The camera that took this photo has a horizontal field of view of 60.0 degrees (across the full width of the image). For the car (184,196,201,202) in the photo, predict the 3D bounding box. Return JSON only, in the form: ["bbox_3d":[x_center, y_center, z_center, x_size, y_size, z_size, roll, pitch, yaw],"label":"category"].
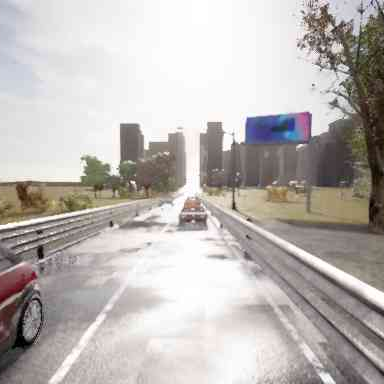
[{"bbox_3d":[0.051,1.337,42.067,2.097,1.767,4.553,0,0,0],"label":"car"}]

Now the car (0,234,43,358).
[{"bbox_3d":[-3.352,1.350,3.251,2.097,1.767,4.553,0,0,0],"label":"car"}]

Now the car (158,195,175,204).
[{"bbox_3d":[-3.303,1.138,44.340,1.837,1.490,4.892,0,0,0],"label":"car"}]

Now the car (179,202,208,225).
[{"bbox_3d":[0.076,1.592,23.600,1.895,1.301,4.718,0,0,0],"label":"car"}]
